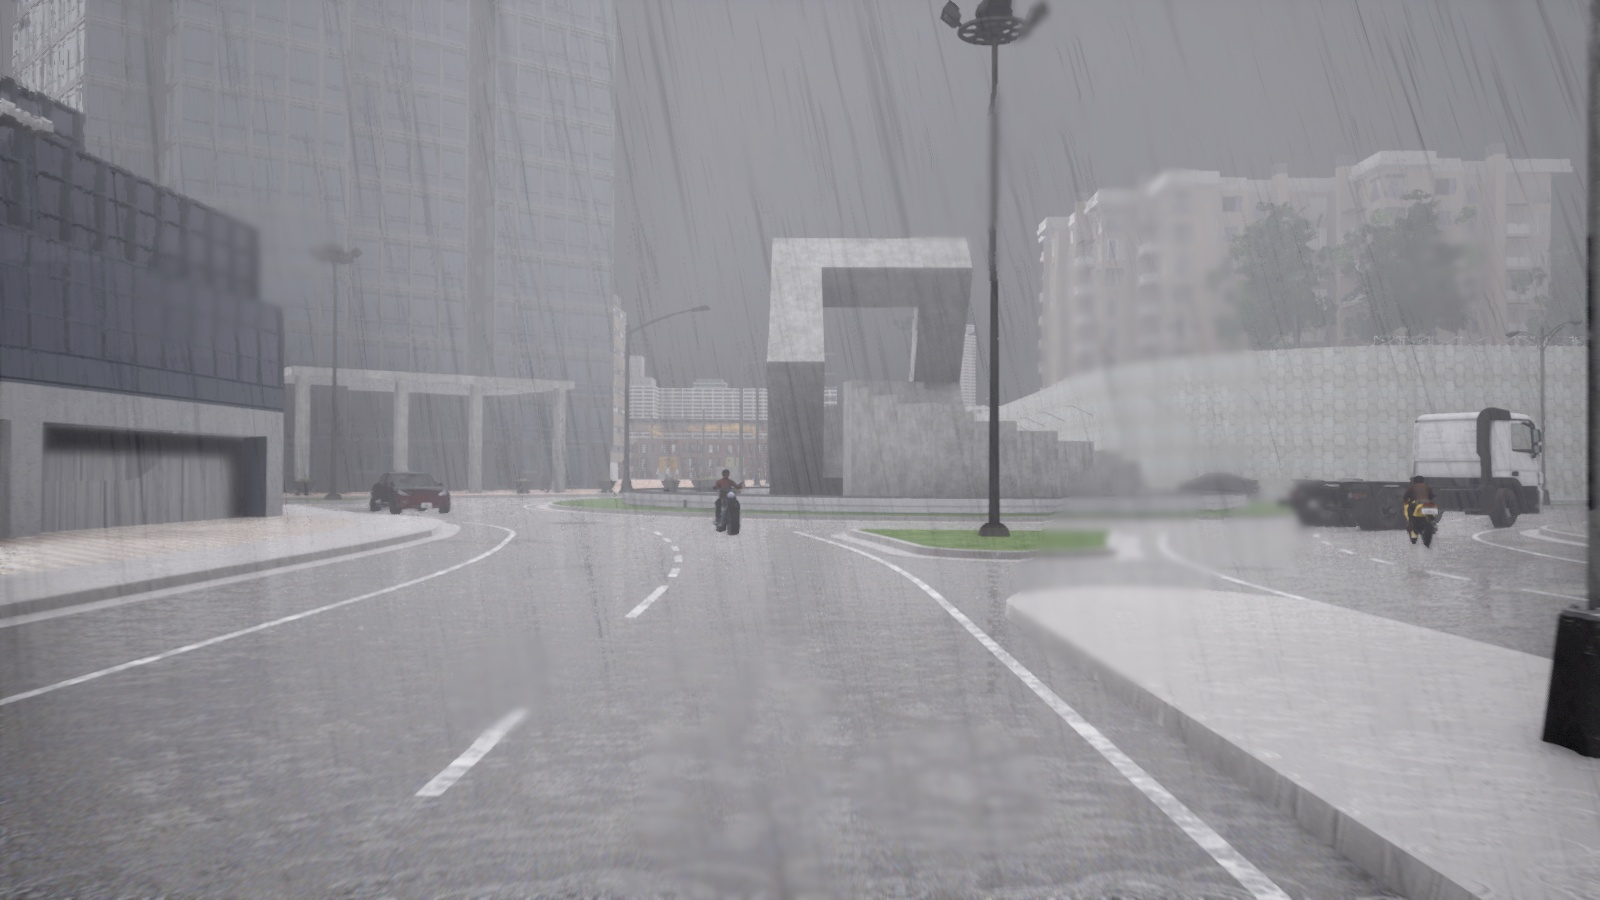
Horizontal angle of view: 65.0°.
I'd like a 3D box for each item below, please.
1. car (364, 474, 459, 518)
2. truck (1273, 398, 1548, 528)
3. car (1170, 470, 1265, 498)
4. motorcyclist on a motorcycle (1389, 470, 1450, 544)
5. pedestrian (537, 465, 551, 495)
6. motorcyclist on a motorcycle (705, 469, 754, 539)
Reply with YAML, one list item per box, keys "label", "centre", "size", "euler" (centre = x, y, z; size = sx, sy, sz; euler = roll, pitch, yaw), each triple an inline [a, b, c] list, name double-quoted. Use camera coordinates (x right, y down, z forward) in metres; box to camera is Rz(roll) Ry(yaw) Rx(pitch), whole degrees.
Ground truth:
- label: "car"
  centre: [-14.065, 1.629, 45.318]
  size: [2.163, 1.488, 4.792]
  euler: [0, -1, -31]
- label: "truck"
  centre: [17.795, 0.372, 36.494]
  size: [7.936, 3.462, 2.891]
  euler: [0, -1, -26]
- label: "car"
  centre: [23.795, 1.925, 71.734]
  size: [1.837, 1.490, 4.892]
  euler: [1, -1, -42]
- label: "motorcyclist on a motorcycle"
  centre: [13.308, 1.196, 27.028]
  size: [0.797, 1.523, 2.044]
  euler: [0, -1, 16]
- label: "pedestrian"
  centre: [-15.897, 1.846, 78.109]
  size: [0.694, 1.848, 0.540]
  euler: [0, -1, -34]
- label: "motorcyclist on a motorcycle"
  centre: [-1.759, 1.292, 31.036]
  size: [0.766, 1.649, 2.350]
  euler: [0, -1, -14]
